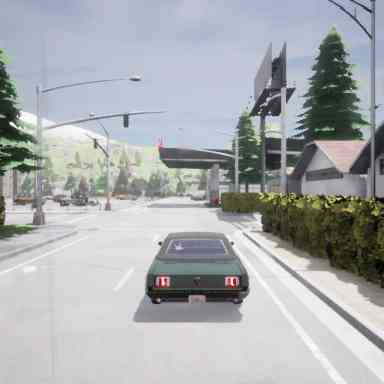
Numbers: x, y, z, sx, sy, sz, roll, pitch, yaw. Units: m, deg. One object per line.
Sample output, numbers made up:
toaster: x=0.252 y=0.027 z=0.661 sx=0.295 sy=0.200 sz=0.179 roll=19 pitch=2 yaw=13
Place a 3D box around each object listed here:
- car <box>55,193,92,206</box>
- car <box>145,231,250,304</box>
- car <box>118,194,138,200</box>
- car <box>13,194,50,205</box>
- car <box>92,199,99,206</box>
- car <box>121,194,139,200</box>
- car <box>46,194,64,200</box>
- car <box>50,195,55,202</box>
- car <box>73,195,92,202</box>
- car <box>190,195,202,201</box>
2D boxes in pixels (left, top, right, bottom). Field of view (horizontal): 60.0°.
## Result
car: x=-16.737 y=1.075 z=47.266 sx=3.866 sy=1.878 sz=1.905 roll=0 pitch=0 yaw=0
car: x=0.101 y=1.601 z=8.075 sx=1.895 sy=1.301 sz=4.718 roll=0 pitch=0 yaw=0
car: x=-16.370 y=1.327 z=84.851 sx=5.027 sy=1.636 sz=2.152 roll=0 pitch=0 yaw=0
car: x=-24.622 y=1.096 z=50.513 sx=4.605 sy=1.855 sz=1.932 roll=0 pitch=0 yaw=0
car: x=-16.143 y=1.359 z=50.594 sx=3.806 sy=1.475 sz=1.970 roll=0 pitch=0 yaw=0
car: x=-16.438 y=1.336 z=87.987 sx=4.514 sy=1.523 sz=2.007 roll=0 pitch=0 yaw=0
car: x=-35.036 y=1.381 z=84.902 sx=3.806 sy=1.475 sz=1.970 roll=0 pitch=0 yaw=0
car: x=-23.974 y=1.296 z=62.973 sx=4.514 sy=1.523 sz=2.007 roll=0 pitch=0 yaw=0
car: x=-23.983 y=1.317 z=72.966 sx=3.633 sy=1.501 sz=1.845 roll=0 pitch=0 yaw=0
car: x=0.989 y=1.537 z=82.789 sx=2.033 sy=1.411 sz=5.357 roll=0 pitch=0 yaw=-14
